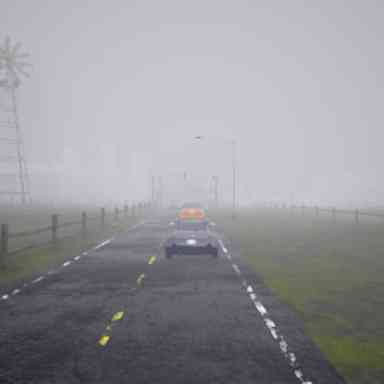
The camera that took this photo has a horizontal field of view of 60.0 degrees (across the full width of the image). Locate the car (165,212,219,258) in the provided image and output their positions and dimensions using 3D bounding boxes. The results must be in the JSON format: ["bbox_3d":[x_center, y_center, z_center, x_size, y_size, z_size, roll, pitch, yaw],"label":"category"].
[{"bbox_3d":[0.010,1.711,13.490,1.994,1.385,4.181,0,-1,1],"label":"car"}]

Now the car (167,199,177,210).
[{"bbox_3d":[-2.795,1.926,52.611,2.097,1.767,4.553,0,-1,0],"label":"car"}]

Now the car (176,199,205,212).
[{"bbox_3d":[0.006,1.660,28.450,2.097,1.767,4.553,0,-1,0],"label":"car"}]
